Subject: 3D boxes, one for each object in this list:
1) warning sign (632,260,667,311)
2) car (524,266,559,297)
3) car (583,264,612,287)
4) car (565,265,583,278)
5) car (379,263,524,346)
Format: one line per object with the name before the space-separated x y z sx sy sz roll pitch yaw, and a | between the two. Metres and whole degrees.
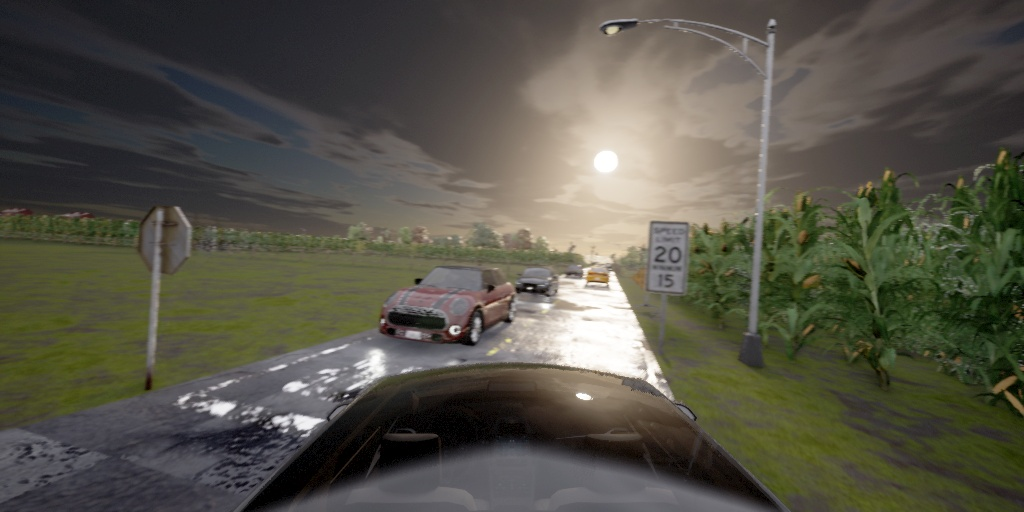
warning sign | 5.579 1.222 14.917 1.300 1.860 1.060 0 0 15
car | 1.514 1.344 20.070 1.837 1.490 4.892 4 1 15
car | 7.392 1.694 30.689 1.882 1.535 5.008 4 0 15
car | 7.348 1.755 41.638 2.033 1.411 5.357 4 0 15
car | -1.350 1.011 9.297 2.097 1.767 4.553 4 0 15
